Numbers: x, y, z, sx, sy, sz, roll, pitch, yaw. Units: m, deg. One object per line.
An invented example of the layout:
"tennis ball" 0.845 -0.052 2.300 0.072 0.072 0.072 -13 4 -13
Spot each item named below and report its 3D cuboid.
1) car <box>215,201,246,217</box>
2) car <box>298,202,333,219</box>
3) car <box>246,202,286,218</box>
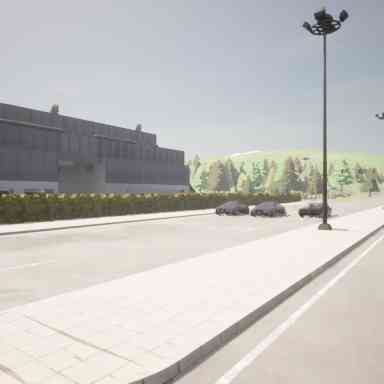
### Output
"car" 3.919 1.564 31.691 1.994 1.385 4.181 0 0 36
"car" 10.958 1.601 29.486 1.895 1.301 4.718 0 0 36
"car" 6.871 1.564 29.801 1.994 1.385 4.181 0 0 36
